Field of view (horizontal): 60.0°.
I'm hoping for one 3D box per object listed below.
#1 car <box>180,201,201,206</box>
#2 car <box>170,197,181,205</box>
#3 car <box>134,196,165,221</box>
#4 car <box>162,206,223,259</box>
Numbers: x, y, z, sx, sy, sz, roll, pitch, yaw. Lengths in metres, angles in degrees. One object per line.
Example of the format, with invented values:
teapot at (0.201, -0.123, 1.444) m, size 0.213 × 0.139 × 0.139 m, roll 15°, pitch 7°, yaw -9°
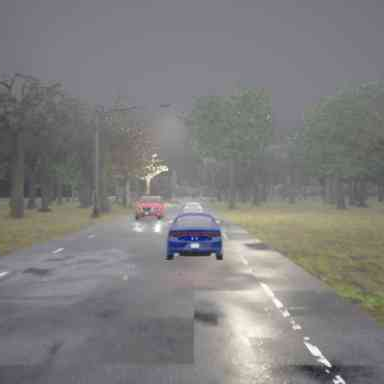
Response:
car at (0.091, 1.680, 30.274) m, size 1.812 × 1.442 × 4.674 m, roll 0°, pitch 0°, yaw 0°
car at (-3.515, 1.848, 70.896) m, size 2.097 × 1.767 × 4.553 m, roll 0°, pitch -1°, yaw 0°
car at (-3.605, 1.370, 29.307) m, size 2.150 × 2.045 × 5.566 m, roll 0°, pitch 0°, yaw 0°
car at (0.094, 1.530, 12.794) m, size 1.882 × 1.535 × 5.008 m, roll 0°, pitch 0°, yaw 0°
